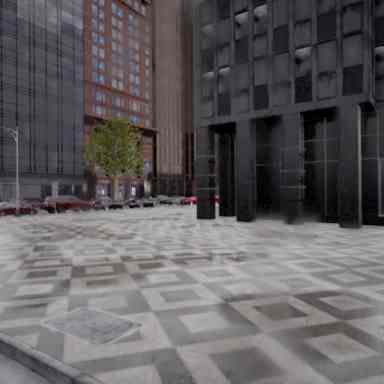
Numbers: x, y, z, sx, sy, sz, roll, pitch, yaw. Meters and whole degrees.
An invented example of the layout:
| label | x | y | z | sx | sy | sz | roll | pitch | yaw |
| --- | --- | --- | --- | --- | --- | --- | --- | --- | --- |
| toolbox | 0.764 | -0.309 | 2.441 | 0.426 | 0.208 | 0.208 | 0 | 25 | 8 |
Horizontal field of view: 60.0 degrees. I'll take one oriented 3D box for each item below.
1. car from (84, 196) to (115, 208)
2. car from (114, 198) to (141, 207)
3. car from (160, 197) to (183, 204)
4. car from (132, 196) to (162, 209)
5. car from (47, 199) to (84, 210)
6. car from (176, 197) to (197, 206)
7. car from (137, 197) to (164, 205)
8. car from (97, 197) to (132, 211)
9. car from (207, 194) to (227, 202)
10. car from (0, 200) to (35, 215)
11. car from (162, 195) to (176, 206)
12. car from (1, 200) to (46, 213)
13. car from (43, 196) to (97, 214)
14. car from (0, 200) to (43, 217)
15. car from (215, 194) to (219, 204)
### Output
| label | x | y | z | sx | sy | sz | roll | pitch | yaw |
| --- | --- | --- | --- | --- | --- | --- | --- | --- | --- |
| car | -13.449 | 1.477 | 48.642 | 1.967 | 1.590 | 4.097 | -1 | 0 | 35 |
| car | -10.239 | 1.605 | 53.280 | 1.802 | 1.307 | 4.206 | -1 | 0 | 35 |
| car | -3.823 | 1.567 | 62.557 | 1.947 | 1.339 | 4.313 | -1 | 0 | 35 |
| car | -6.440 | 1.503 | 43.788 | 1.947 | 1.339 | 4.313 | -1 | 0 | 35 |
| car | -16.655 | 1.634 | 44.004 | 1.802 | 1.307 | 4.206 | -1 | 0 | 35 |
| car | -0.025 | 1.457 | 53.064 | 1.887 | 1.381 | 4.507 | -1 | 0 | 35 |
| car | -7.128 | 1.537 | 57.778 | 1.752 | 1.417 | 4.829 | -1 | 0 | 35 |
| car | -9.647 | 1.519 | 39.152 | 1.947 | 1.339 | 4.313 | -1 | 0 | 35 |
| car | 5.800 | 1.289 | 76.471 | 2.192 | 1.841 | 5.009 | -1 | 0 | 35 |
| car | -19.259 | 1.610 | 35.395 | 1.994 | 1.385 | 4.181 | -1 | 0 | 35 |
| car | -2.032 | 1.489 | 54.758 | 2.033 | 1.411 | 5.357 | -1 | 0 | 35 |
| car | -19.863 | 1.634 | 39.366 | 1.947 | 1.339 | 4.313 | -1 | 0 | 35 |
| car | -12.857 | 1.284 | 34.515 | 2.192 | 1.841 | 5.009 | -1 | 0 | 35 |
| car | -16.062 | 1.570 | 29.876 | 1.802 | 1.307 | 4.206 | -1 | 0 | 35 |
| car | 3.182 | 1.217 | 57.702 | 2.192 | 1.841 | 5.009 | -1 | 0 | 35 |
